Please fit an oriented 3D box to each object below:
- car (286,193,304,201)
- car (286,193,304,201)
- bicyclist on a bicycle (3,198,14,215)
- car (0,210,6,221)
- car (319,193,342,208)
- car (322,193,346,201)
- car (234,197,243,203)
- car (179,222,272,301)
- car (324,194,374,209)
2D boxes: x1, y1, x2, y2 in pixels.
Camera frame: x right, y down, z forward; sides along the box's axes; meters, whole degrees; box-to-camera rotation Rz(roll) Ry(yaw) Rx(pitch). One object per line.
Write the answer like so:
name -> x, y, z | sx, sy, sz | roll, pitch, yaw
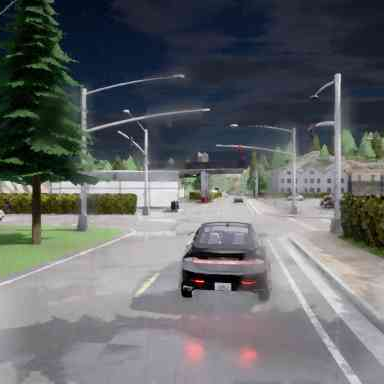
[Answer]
car -> 23.376, 1.361, 75.658 | 3.806, 1.475, 1.970 | 0, 0, 8
car -> 24.442, 1.077, 78.866 | 3.866, 1.878, 1.905 | 0, 0, 8
bicyclist on a bicycle -> -17.956, 1.453, 32.524 | 0.582, 1.620, 1.656 | 0, 0, 7
car -> -16.577, 1.526, 25.188 | 4.674, 1.442, 1.812 | 0, 0, 8
car -> 18.680, 1.330, 41.724 | 5.027, 1.636, 2.152 | 0, 0, 8
car -> 31.779, 1.097, 74.520 | 4.605, 1.855, 1.932 | 0, 0, 8
car -> 9.451, 1.601, 67.387 | 1.895, 1.301, 4.718 | 0, 0, 8
car -> 0.886, 1.492, 8.398 | 2.128, 1.511, 4.902 | 0, 0, 8
car -> 18.297, 1.340, 38.610 | 4.514, 1.523, 2.007 | 0, 0, 8
